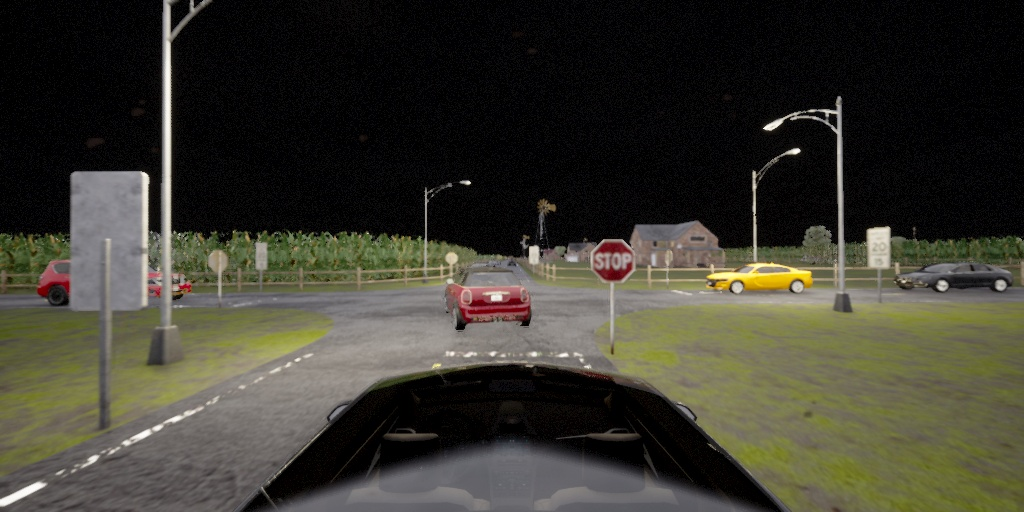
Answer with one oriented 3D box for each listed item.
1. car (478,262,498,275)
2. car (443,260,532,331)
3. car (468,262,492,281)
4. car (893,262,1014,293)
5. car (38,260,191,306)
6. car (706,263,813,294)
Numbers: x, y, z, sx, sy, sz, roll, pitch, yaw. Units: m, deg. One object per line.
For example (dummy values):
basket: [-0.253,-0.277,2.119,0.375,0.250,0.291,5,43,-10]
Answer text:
car: [-2.823,1.446,42.236,1.994,1.385,4.181,0,0,1]
car: [-0.969,1.129,11.483,2.097,1.767,4.553,0,0,-15]
car: [-2.813,1.350,32.280,1.837,1.490,4.892,0,0,-1]
car: [23.055,1.090,18.851,4.892,1.490,1.837,-1,0,1]
car: [-18.275,1.163,16.616,5.566,2.045,2.150,-1,0,1]
car: [12.953,1.154,18.991,5.008,1.535,1.882,-1,0,0]
